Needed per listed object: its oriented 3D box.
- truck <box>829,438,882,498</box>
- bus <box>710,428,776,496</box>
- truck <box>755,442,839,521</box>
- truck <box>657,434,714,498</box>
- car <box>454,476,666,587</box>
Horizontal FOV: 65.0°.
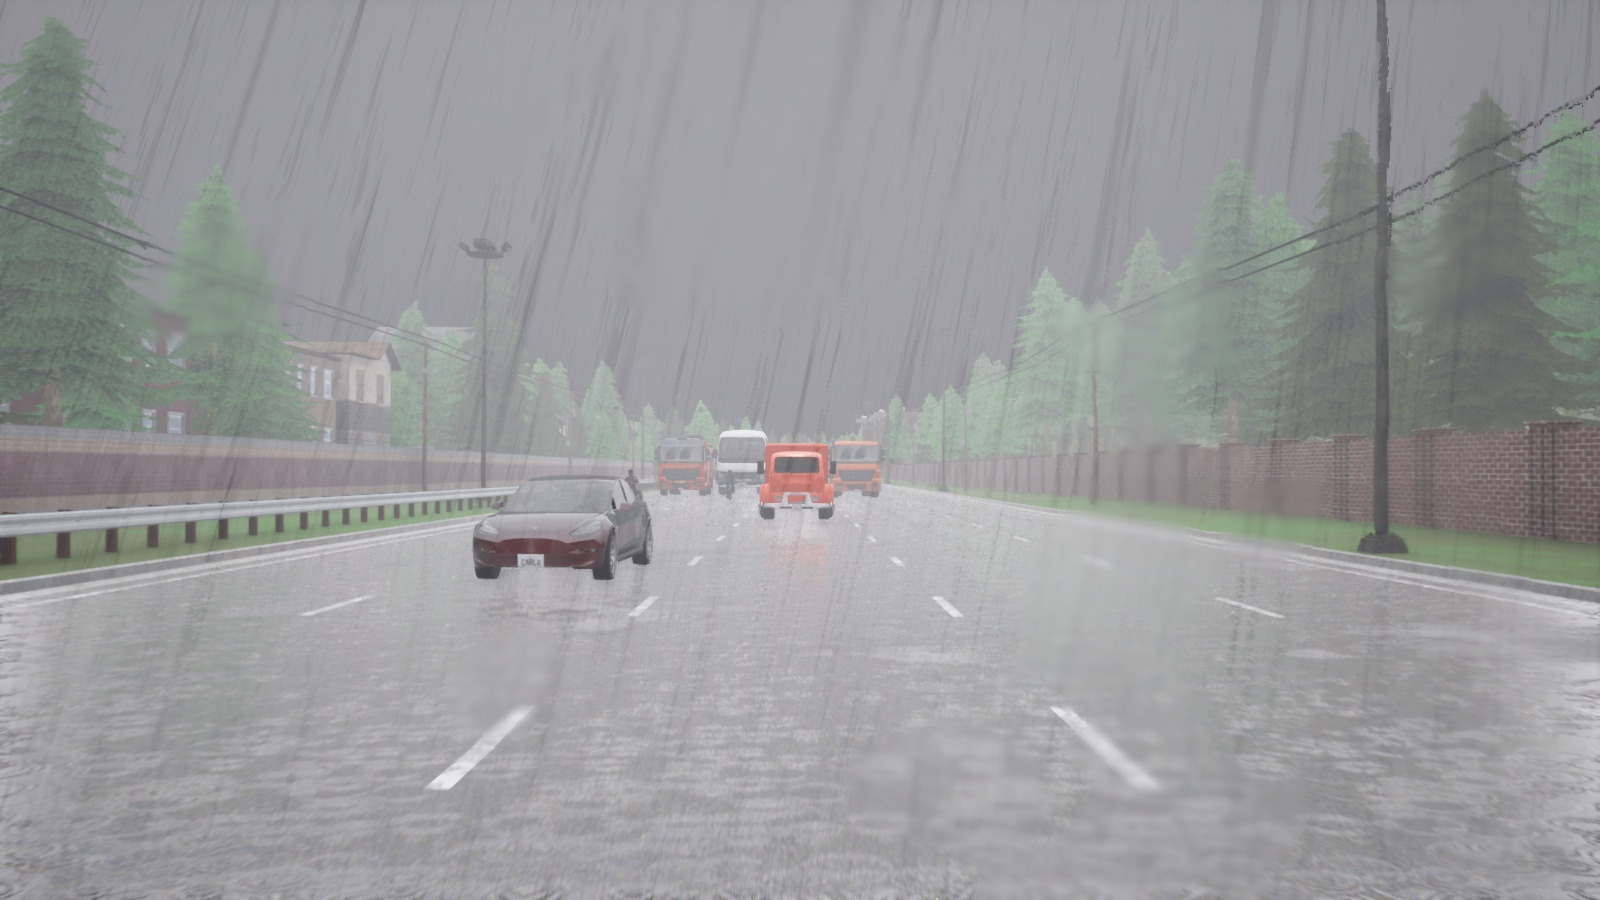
[{"bbox_3d":[3.311,1.111,77.150,2.891,3.462,7.936,0,-1,0],"label":"truck"},{"bbox_3d":[-3.708,0.863,84.259,3.944,4.253,10.273,0,-1,0],"label":"bus"},{"bbox_3d":[-0.102,1.028,41.804,2.627,2.467,5.204,0,-1,0],"label":"truck"},{"bbox_3d":[-7.196,1.016,79.906,2.891,3.827,8.468,0,-1,0],"label":"truck"},{"bbox_3d":[-3.516,1.154,19.441,2.163,1.488,4.792,0,-1,3],"label":"car"}]
